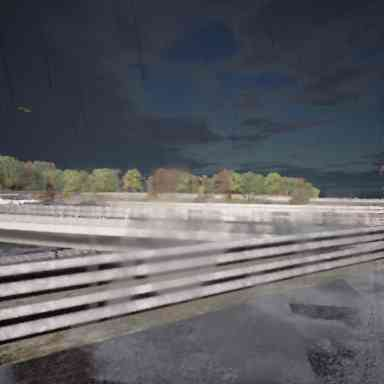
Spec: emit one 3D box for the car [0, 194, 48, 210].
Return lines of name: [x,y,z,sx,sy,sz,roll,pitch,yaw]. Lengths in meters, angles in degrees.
car: [-19.017,1.235,36.652,5.566,2.045,2.150,0,-1,27]

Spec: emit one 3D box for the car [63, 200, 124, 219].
car: [-7.995,1.488,27.963,4.892,1.490,1.837,1,-1,22]

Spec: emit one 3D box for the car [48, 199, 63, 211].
car: [-16.073,1.579,39.099,4.892,1.490,1.837,0,-1,27]
